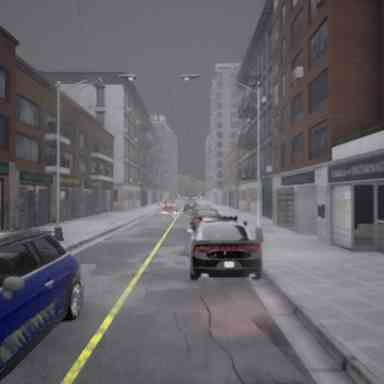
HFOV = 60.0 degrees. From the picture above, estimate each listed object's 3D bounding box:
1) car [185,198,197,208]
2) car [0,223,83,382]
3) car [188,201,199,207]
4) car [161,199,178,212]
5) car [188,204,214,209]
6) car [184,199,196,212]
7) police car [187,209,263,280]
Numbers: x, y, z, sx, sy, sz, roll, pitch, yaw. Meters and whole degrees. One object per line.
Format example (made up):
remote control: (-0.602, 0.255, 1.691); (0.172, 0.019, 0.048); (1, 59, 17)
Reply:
car: (-0.138, 2.013, 60.856); (2.097, 1.767, 4.553); (0, -1, 0)
car: (-3.108, 1.404, 4.398); (2.097, 1.767, 4.553); (0, -1, 0)
car: (0.841, 1.775, 26.380); (1.882, 1.535, 5.008); (0, -1, 0)
car: (-3.190, 1.877, 47.766); (2.097, 1.767, 4.553); (0, 0, 0)
car: (0.855, 1.736, 20.379); (1.837, 1.490, 4.892); (0, -1, 0)
car: (-0.097, 1.869, 46.947); (2.097, 1.767, 4.553); (0, -1, 0)
police car: (0.878, 1.546, 10.491); (1.930, 1.638, 5.238); (0, -1, 0)
